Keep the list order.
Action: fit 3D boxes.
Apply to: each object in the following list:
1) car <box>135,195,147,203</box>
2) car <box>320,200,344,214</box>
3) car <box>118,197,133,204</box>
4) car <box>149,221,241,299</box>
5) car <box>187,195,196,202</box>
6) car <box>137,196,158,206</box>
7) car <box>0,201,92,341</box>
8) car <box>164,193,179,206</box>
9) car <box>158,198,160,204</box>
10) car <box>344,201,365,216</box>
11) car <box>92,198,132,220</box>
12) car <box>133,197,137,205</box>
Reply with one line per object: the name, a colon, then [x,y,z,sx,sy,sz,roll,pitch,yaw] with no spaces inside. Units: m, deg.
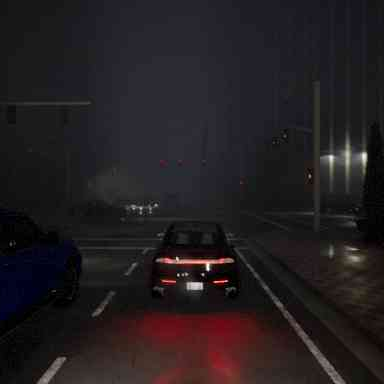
car: [-10.623,1.477,69.758,1.882,1.535,5.008,0,0,0]
car: [15.232,1.564,34.882,4.181,1.385,1.994,0,0,-1]
car: [-10.687,1.526,50.207,1.812,1.442,4.674,0,0,0]
car: [0.078,1.492,8.454,2.128,1.511,4.902,0,0,1]
car: [-0.133,1.429,75.500,1.837,1.490,4.892,0,0,0]
car: [-7.182,1.505,53.975,1.837,1.490,4.892,0,0,0]
car: [-3.451,1.221,4.822,2.150,2.045,5.566,0,0,1]
car: [-3.497,1.221,56.429,2.150,2.045,5.566,0,0,0]
car: [-7.168,1.564,62.884,1.994,1.385,4.181,0,0,0]
car: [17.480,1.505,31.407,4.892,1.490,1.837,0,0,-1]
car: [-7.762,1.491,27.408,4.902,1.511,2.128,0,0,-1]
car: [-10.674,1.601,59.316,1.895,1.301,4.718,0,0,0]
